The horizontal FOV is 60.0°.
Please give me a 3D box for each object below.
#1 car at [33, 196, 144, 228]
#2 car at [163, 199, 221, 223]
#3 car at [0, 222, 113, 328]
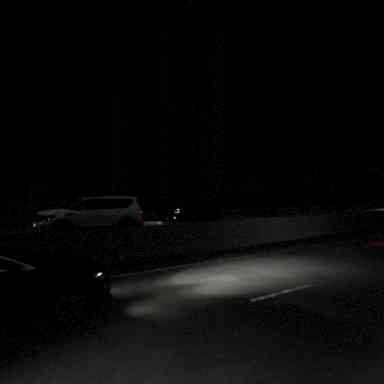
[{"bbox_3d":[-5.241,1.229,17.449,5.566,2.045,2.150,0,0,-36],"label":"car"},{"bbox_3d":[0.016,1.374,25.497,4.553,1.767,2.097,0,0,-35],"label":"car"},{"bbox_3d":[-3.784,1.492,5.346,4.902,1.511,2.128,0,0,-36],"label":"car"}]
